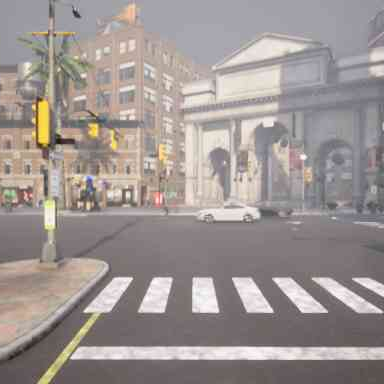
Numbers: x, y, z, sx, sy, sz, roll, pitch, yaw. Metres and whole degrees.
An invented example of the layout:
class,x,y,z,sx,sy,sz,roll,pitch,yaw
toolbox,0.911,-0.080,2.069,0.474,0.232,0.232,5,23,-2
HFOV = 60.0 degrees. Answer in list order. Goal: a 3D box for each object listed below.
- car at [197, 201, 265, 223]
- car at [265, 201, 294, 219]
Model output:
class,x,y,z,sx,sy,sz,roll,pitch,yaw
car,2.693,1.524,24.662,4.674,1.442,1.812,0,0,-3
car,6.112,1.490,28.342,4.902,1.511,2.128,0,0,0
